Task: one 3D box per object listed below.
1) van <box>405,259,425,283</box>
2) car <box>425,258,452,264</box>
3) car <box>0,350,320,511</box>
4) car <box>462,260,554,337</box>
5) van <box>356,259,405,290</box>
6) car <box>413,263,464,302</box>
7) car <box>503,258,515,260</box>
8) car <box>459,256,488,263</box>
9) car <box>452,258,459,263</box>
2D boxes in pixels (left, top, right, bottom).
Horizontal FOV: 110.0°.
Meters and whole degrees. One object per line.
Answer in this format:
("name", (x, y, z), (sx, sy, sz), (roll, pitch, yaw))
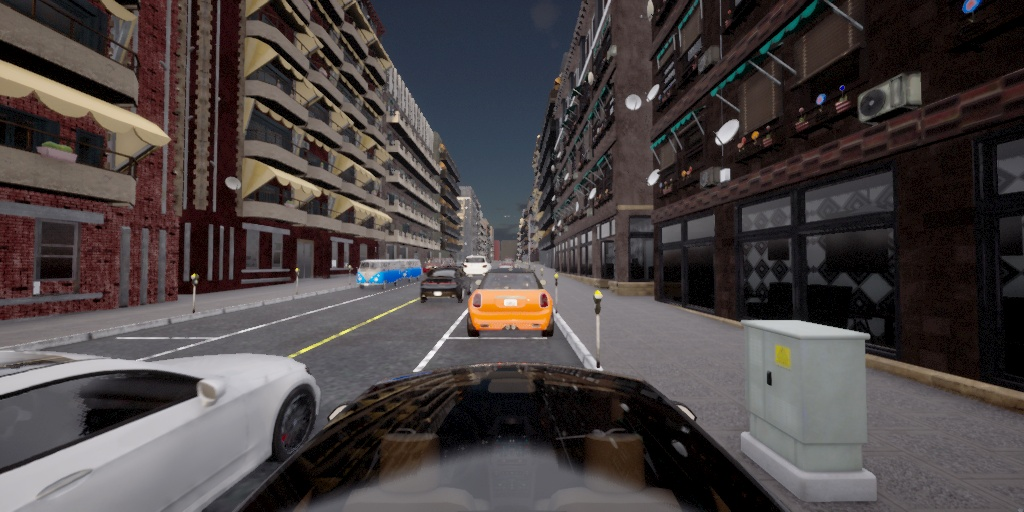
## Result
("van", (-8.335, 1.118, 28.134), (1.690, 1.789, 3.998), (0, 0, 0))
("car", (-8.335, 1.115, 39.194), (2.192, 1.841, 5.009), (0, 0, 0))
("car", (-3.020, 1.276, 2.003), (1.812, 1.442, 4.674), (0, 0, 0))
("car", (-0.033, 1.107, 10.473), (2.097, 1.767, 4.553), (0, 0, 0))
("van", (-8.335, 1.108, 22.603), (1.690, 1.789, 3.998), (0, 0, 0))
("car", (-3.017, 1.269, 17.049), (1.837, 1.490, 4.892), (0, 0, 0))
("car", (-0.445, 1.240, 39.134), (1.967, 1.591, 4.097), (0, 0, 0))
("car", (-3.019, 1.000, 31.773), (2.150, 2.045, 5.566), (0, 0, 0))
("car", (-8.335, 1.128, 44.724), (2.192, 1.841, 5.009), (0, 0, 0))
